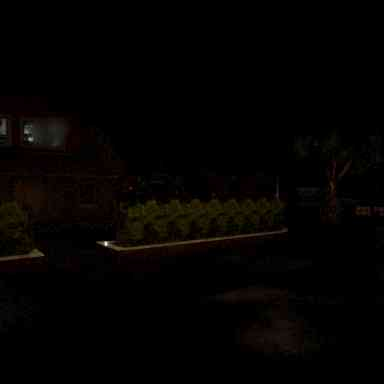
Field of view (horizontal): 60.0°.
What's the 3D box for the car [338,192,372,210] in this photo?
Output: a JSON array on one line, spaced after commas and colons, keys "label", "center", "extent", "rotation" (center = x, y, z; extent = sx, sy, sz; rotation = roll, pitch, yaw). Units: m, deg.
[{"label": "car", "center": [17.407, 0.985, 36.196], "extent": [3.866, 1.878, 1.905], "rotation": [0, 0, 0]}]
